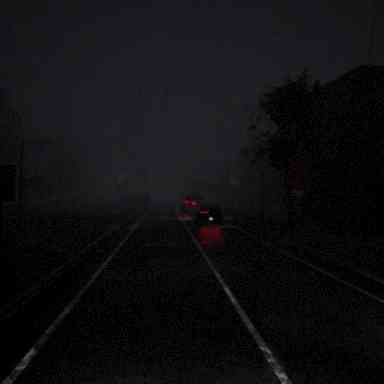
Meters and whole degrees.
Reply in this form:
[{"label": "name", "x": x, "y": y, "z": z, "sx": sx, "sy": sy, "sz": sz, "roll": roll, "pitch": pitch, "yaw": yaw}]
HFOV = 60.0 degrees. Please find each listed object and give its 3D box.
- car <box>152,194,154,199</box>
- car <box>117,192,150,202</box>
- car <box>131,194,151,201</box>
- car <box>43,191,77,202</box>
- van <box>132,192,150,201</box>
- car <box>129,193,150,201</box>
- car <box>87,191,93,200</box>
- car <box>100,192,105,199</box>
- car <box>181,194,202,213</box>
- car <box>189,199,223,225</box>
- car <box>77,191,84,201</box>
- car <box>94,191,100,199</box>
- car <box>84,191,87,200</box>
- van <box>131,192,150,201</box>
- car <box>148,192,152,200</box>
[{"label": "car", "x": -12.003, "y": 1.038, "z": 74.325, "sx": 5.566, "sy": 2.045, "sz": 2.435, "roll": 1, "pitch": -1, "yaw": -5}, {"label": "car", "x": -11.042, "y": 1.236, "z": 63.154, "sx": 4.892, "sy": 1.521, "sz": 2.231, "roll": 1, "pitch": 0, "yaw": -5}, {"label": "car", "x": -12.683, "y": 1.358, "z": 82.704, "sx": 4.892, "sy": 1.521, "sz": 2.231, "roll": 2, "pitch": -1, "yaw": -5}, {"label": "car", "x": -23.844, "y": 0.888, "z": 59.318, "sx": 5.008, "sy": 1.535, "sz": 2.097, "roll": 2, "pitch": 0, "yaw": -5}, {"label": "van", "x": -13.037, "y": 1.152, "z": 85.489, "sx": 4.442, "sy": 1.987, "sz": 1.878, "roll": 1, "pitch": -1, "yaw": -5}, {"label": "car", "x": -12.181, "y": 1.185, "z": 77.120, "sx": 4.553, "sy": 1.767, "sz": 2.185, "roll": 1, "pitch": -1, "yaw": -5}, {"label": "car", "x": -24.973, "y": 0.824, "z": 73.196, "sx": 4.553, "sy": 1.767, "sz": 2.185, "roll": 2, "pitch": -1, "yaw": -5}, {"label": "car", "x": -26.177, "y": 1.063, "z": 87.067, "sx": 5.008, "sy": 1.535, "sz": 2.097, "roll": 1, "pitch": -1, "yaw": -5}, {"label": "car", "x": -0.028, "y": 1.250, "z": 38.015, "sx": 2.150, "sy": 2.045, "sz": 5.566, "roll": 1, "pitch": 0, "yaw": -4}, {"label": "car", "x": 1.094, "y": 1.551, "z": 24.697, "sx": 1.837, "sy": 1.490, "sz": 4.892, "roll": 1, "pitch": 0, "yaw": -4}, {"label": "car", "x": -24.316, "y": 0.901, "z": 64.866, "sx": 5.008, "sy": 1.535, "sz": 2.097, "roll": 2, "pitch": 0, "yaw": -5}, {"label": "car", "x": -25.709, "y": 1.056, "z": 81.515, "sx": 4.674, "sy": 1.452, "sz": 2.002, "roll": 1, "pitch": -1, "yaw": -5}, {"label": "car", "x": -24.546, "y": 0.955, "z": 67.643, "sx": 4.674, "sy": 1.452, "sz": 2.002, "roll": 1, "pitch": 0, "yaw": -5}, {"label": "van", "x": -12.331, "y": 1.111, "z": 79.922, "sx": 4.442, "sy": 1.987, "sz": 1.878, "roll": 1, "pitch": -1, "yaw": -5}, {"label": "car", "x": -11.302, "y": 0.991, "z": 65.944, "sx": 5.566, "sy": 2.045, "sz": 2.435, "roll": 1, "pitch": 0, "yaw": -5}]
